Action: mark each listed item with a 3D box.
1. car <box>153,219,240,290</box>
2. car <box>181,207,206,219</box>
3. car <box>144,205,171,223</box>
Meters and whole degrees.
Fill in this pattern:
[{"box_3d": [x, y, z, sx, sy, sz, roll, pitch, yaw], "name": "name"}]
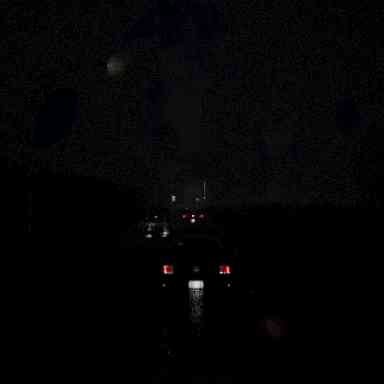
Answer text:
[{"box_3d": [0.094, 1.678, 9.245, 1.895, 1.301, 4.718, 0, 0, 0], "name": "car"}, {"box_3d": [0.073, 1.842, 26.736, 1.895, 1.301, 4.718, 0, -1, 0], "name": "car"}, {"box_3d": [-2.871, 1.827, 28.479, 1.994, 1.385, 4.181, 0, -1, 0], "name": "car"}]
